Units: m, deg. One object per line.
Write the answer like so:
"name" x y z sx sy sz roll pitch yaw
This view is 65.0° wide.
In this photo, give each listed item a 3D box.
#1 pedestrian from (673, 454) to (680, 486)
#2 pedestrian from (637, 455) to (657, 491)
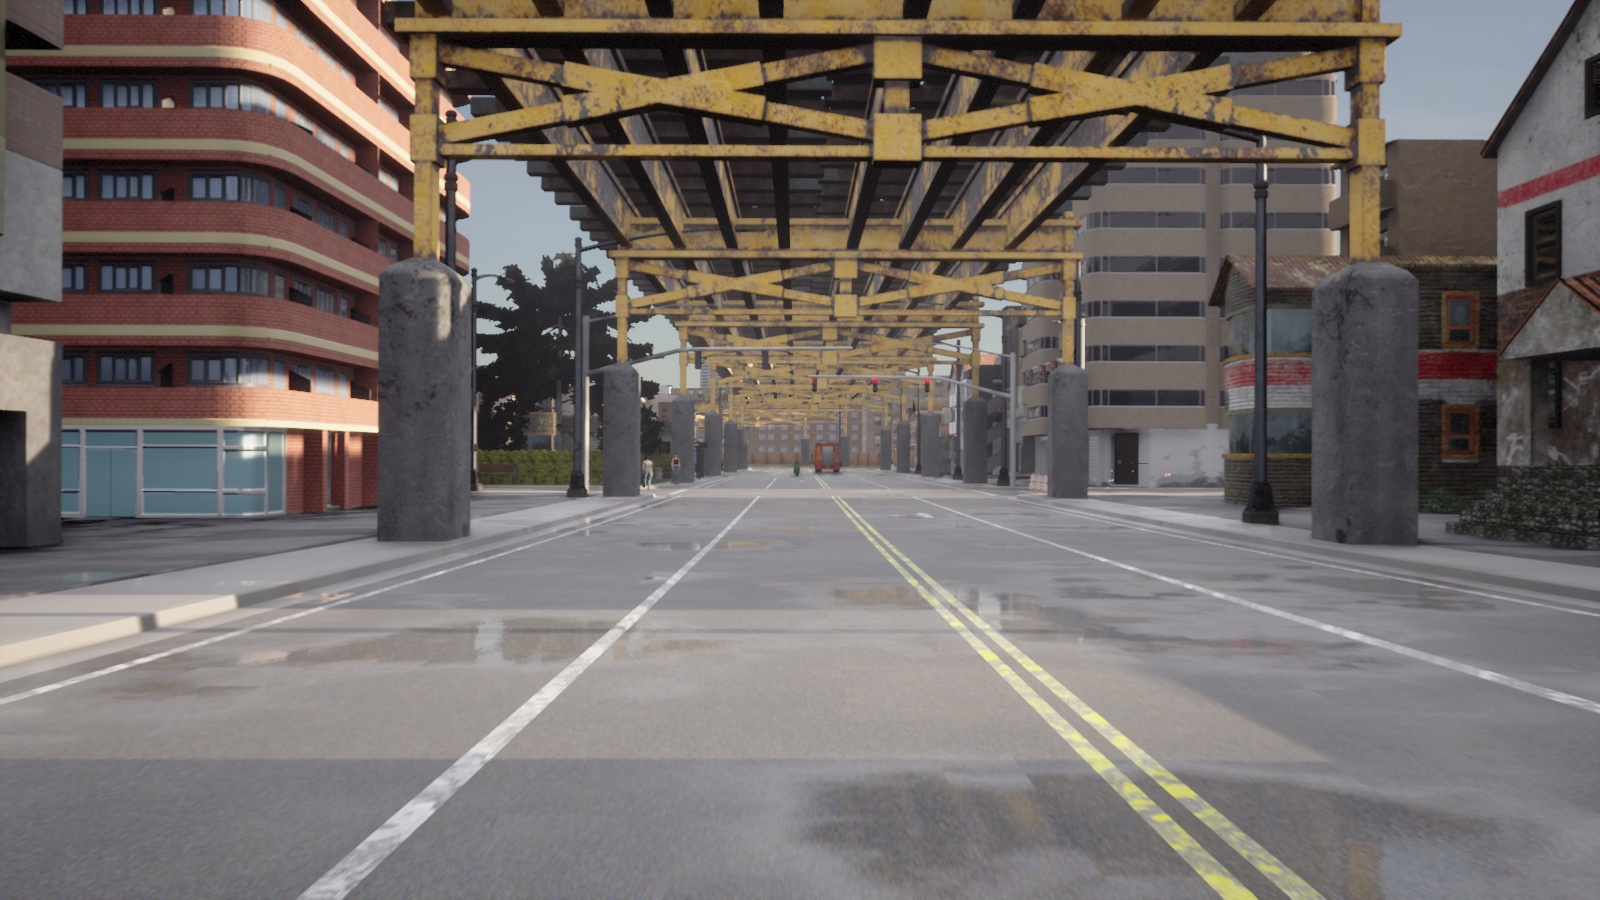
"pedestrian" -7.093 1.129 72.317 0.345 1.836 0.594 0 0 -11
"pedestrian" -7.995 1.206 65.604 0.874 1.855 0.900 0 0 -22
